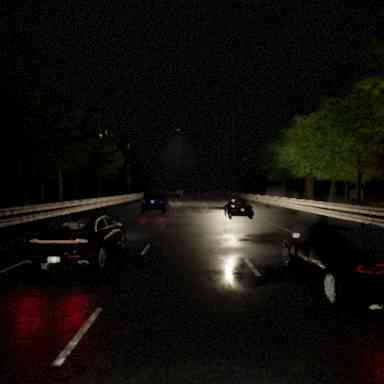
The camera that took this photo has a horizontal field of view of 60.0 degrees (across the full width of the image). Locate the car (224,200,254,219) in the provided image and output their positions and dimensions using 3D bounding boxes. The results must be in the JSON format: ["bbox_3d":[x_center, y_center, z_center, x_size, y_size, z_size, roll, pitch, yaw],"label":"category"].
[{"bbox_3d":[3.607,1.311,26.285,2.033,1.411,5.357,0,1,0],"label":"car"}]

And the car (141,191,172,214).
[{"bbox_3d":[-3.395,0.920,31.349,2.150,2.045,5.566,0,1,0],"label":"car"}]

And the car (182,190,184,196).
[{"bbox_3d":[-3.484,0.472,77.127,2.128,1.511,4.902,0,1,0],"label":"car"}]

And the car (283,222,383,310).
[{"bbox_3d":[3.603,1.434,7.832,1.882,1.535,5.008,0,0,0],"label":"car"}]

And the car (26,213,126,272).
[{"bbox_3d":[-3.398,1.427,10.606,2.128,1.511,4.902,0,0,0],"label":"car"}]

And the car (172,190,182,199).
[{"bbox_3d":[-3.486,0.693,66.125,1.812,1.442,4.674,0,1,0],"label":"car"}]
